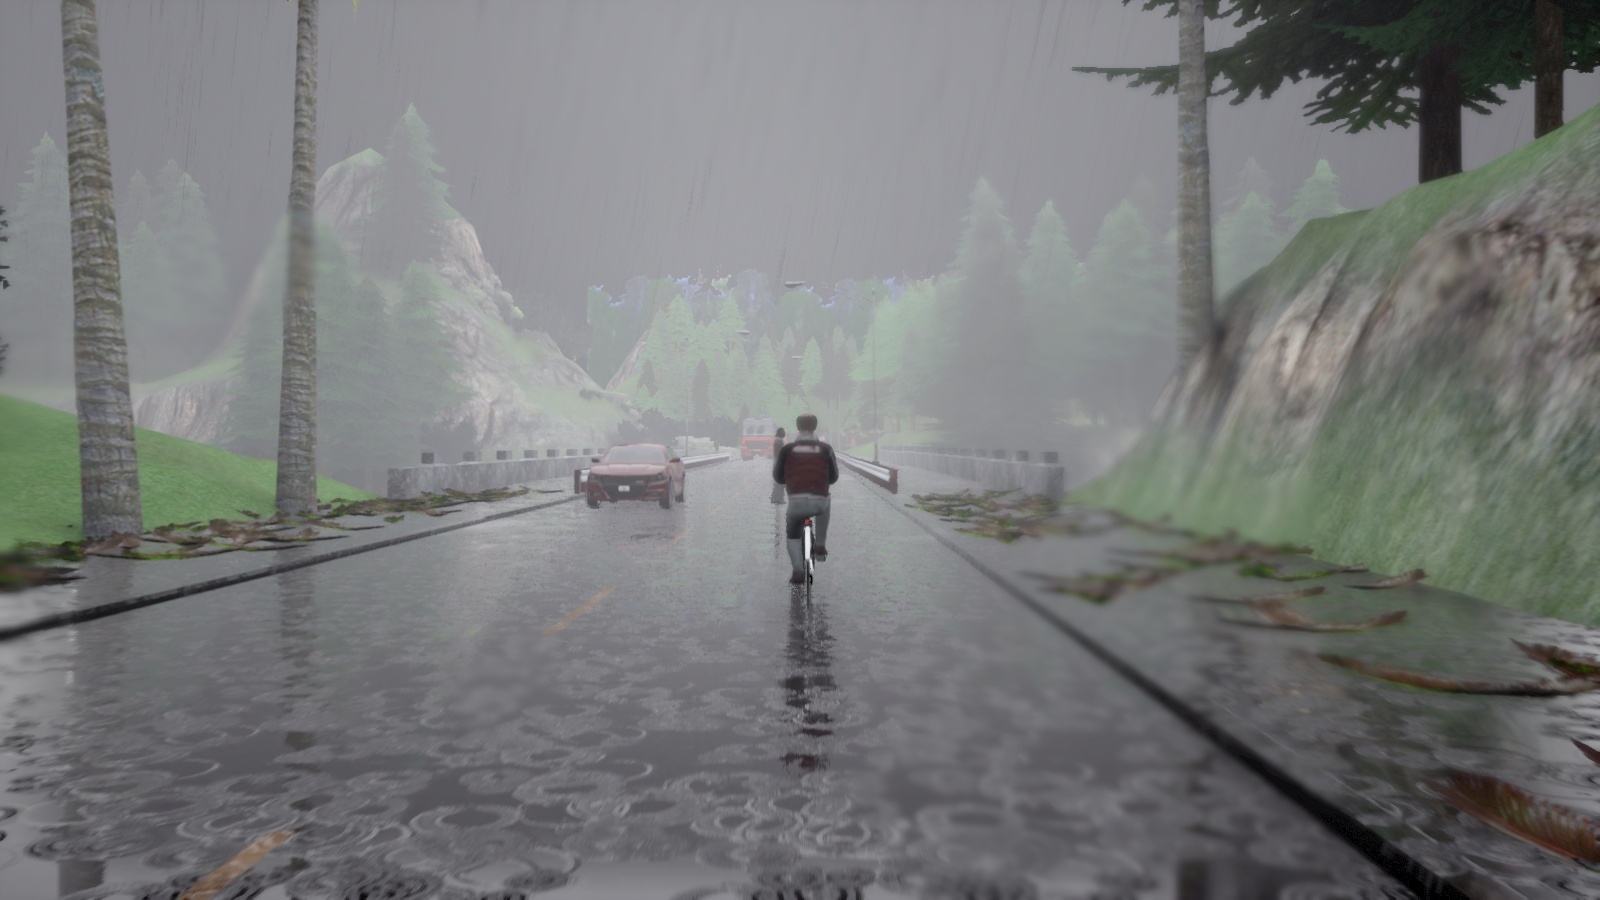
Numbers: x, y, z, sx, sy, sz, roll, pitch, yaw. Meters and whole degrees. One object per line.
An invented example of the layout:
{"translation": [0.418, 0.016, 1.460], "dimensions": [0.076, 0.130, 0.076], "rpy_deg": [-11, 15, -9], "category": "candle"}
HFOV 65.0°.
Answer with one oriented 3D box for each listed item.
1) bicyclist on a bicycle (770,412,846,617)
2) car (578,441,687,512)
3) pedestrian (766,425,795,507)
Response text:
{"translation": [0.074, 0.551, 11.804], "dimensions": [0.659, 1.776, 1.843], "rpy_deg": [0, 0, 0], "category": "bicyclist on a bicycle"}
{"translation": [-3.833, 0.554, 29.626], "dimensions": [1.882, 1.535, 5.008], "rpy_deg": [0, 0, 0], "category": "car"}
{"translation": [-0.452, 0.379, 29.656], "dimensions": [0.666, 1.930, 0.402], "rpy_deg": [0, 0, 3], "category": "pedestrian"}
